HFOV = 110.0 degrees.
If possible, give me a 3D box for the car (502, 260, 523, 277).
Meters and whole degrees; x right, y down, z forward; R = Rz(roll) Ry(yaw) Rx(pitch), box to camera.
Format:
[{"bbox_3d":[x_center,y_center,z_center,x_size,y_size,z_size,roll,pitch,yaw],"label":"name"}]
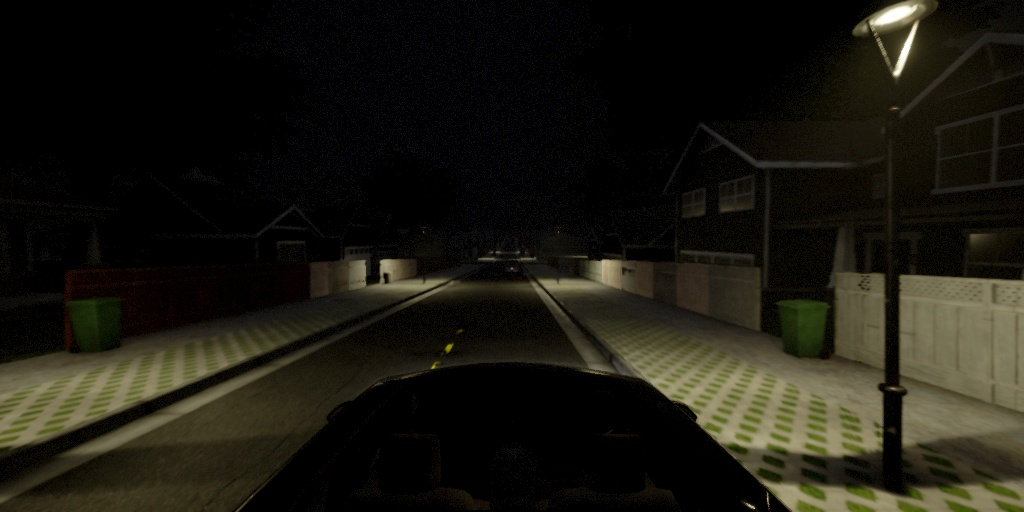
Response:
[{"bbox_3d":[0.025,1.206,34.794,2.033,1.649,4.856,0,0,0],"label":"car"}]
